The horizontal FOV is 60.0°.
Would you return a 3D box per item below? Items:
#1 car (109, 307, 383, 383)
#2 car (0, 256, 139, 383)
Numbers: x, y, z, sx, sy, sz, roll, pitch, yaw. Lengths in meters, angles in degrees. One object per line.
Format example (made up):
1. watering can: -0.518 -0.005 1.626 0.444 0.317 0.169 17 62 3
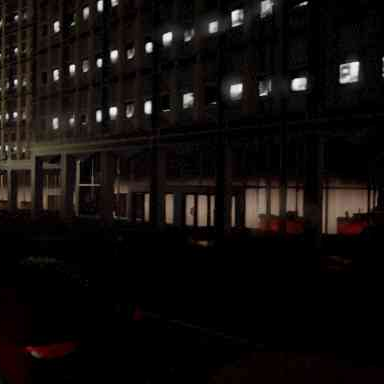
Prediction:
1. car: 1.965 1.525 1.456 4.829 1.417 1.752 0 1 36
2. car: -2.475 1.582 4.626 4.206 1.307 1.802 0 1 36
